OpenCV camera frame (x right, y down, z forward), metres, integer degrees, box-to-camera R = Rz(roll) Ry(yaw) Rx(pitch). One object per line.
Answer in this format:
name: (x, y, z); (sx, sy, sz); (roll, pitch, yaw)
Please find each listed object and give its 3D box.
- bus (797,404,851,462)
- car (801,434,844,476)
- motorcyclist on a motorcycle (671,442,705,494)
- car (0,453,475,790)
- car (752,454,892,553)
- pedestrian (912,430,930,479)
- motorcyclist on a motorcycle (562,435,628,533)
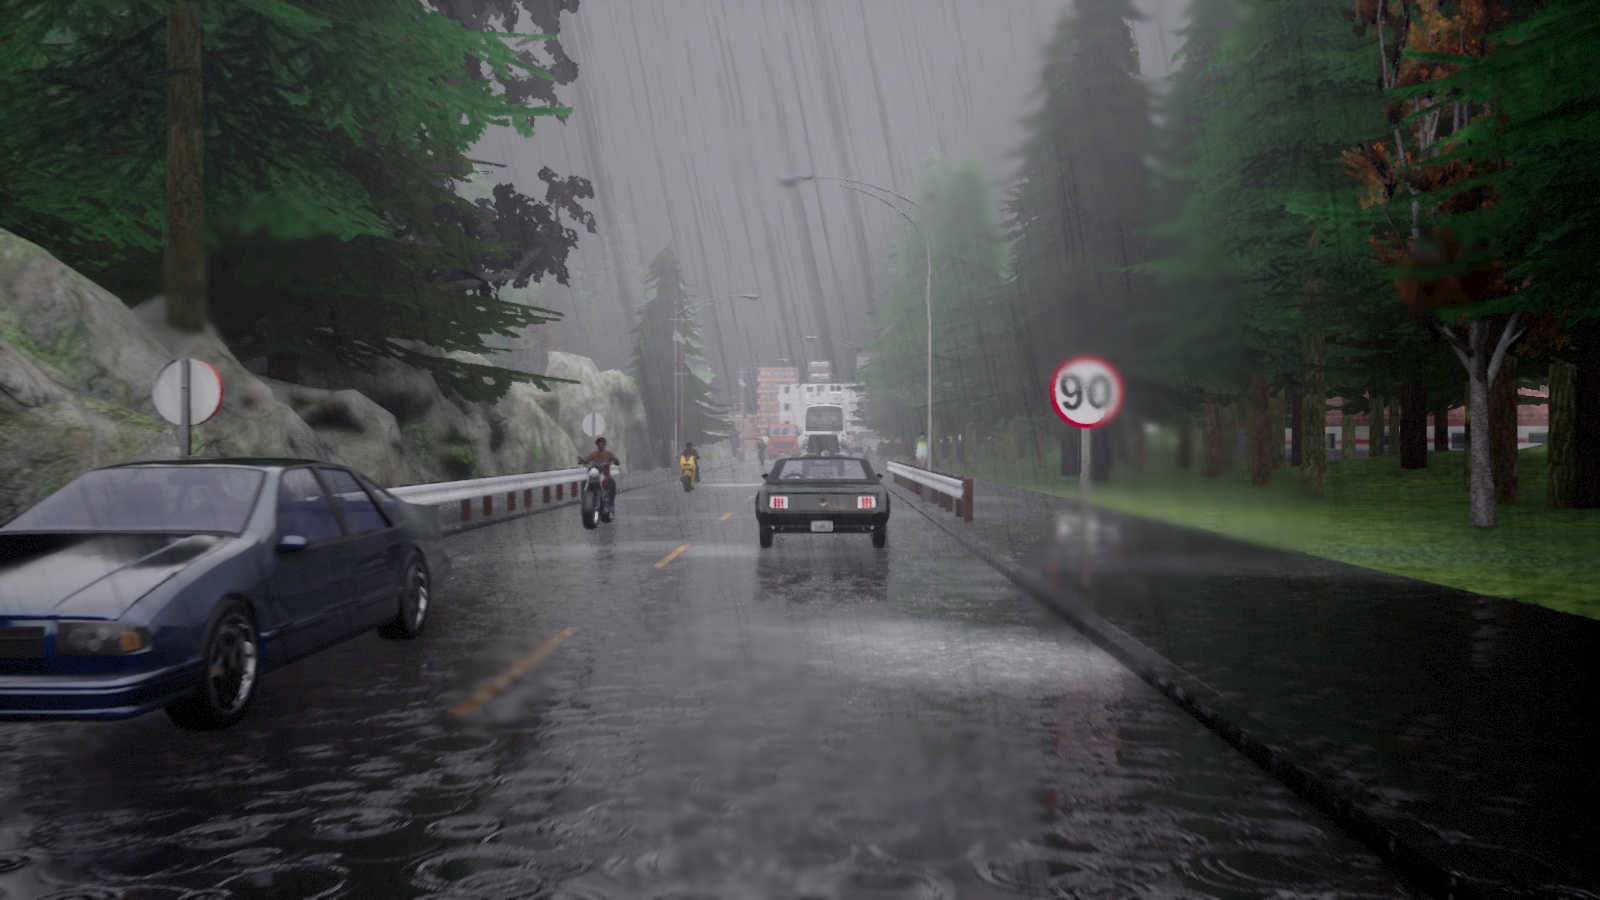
bus: (1.851, -1.176, 97.068); (3.944, 4.253, 10.273); (0, 0, 1)
car: (1.051, 0.216, 58.151); (1.905, 1.878, 3.866); (0, 0, 1)
motorcyclist on a motorcycle: (-3.363, 0.513, 37.748); (0.797, 1.523, 2.044); (0, 0, 1)
car: (-3.848, 0.745, 8.107); (2.033, 1.411, 5.357); (0, 0, 1)
car: (0.337, 0.737, 19.469); (1.895, 1.301, 4.718); (0, 0, 1)
pedestrian: (4.805, 0.180, 49.825); (0.659, 1.952, 0.873); (0, 0, 8)
motorcyclist on a motorcycle: (-3.617, 0.567, 22.339); (0.766, 1.649, 2.350); (0, 0, 1)
